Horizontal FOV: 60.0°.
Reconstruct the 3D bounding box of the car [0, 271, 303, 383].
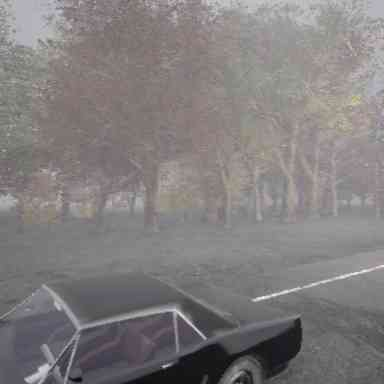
[{"bbox_3d":[-1.142,1.604,3.177,4.718,1.301,1.895,0,0,-35],"label":"car"}]
